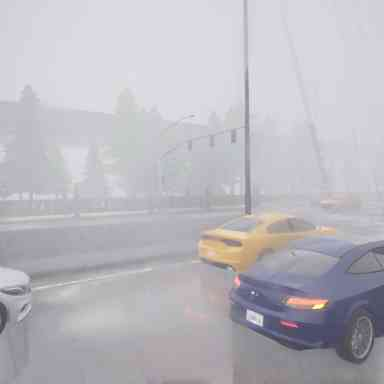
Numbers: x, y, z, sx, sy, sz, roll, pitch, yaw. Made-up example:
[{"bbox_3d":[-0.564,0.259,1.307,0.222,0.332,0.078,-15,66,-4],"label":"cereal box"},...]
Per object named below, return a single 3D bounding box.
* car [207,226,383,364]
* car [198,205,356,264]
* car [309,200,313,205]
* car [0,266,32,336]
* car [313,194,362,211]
[{"bbox_3d":[2.707,1.458,5.720,4.674,1.442,1.812,-1,1,-35],"label":"car"},{"bbox_3d":[2.516,1.373,9.869,5.008,1.535,1.882,-1,1,-35],"label":"car"},{"bbox_3d":[14.789,1.067,36.028,4.718,1.301,1.895,-1,1,-35],"label":"car"},{"bbox_3d":[-4.812,1.522,4.621,4.674,1.442,1.812,0,0,-36],"label":"car"},{"bbox_3d":[13.934,1.005,31.121,5.008,1.535,1.882,-1,1,-35],"label":"car"}]
